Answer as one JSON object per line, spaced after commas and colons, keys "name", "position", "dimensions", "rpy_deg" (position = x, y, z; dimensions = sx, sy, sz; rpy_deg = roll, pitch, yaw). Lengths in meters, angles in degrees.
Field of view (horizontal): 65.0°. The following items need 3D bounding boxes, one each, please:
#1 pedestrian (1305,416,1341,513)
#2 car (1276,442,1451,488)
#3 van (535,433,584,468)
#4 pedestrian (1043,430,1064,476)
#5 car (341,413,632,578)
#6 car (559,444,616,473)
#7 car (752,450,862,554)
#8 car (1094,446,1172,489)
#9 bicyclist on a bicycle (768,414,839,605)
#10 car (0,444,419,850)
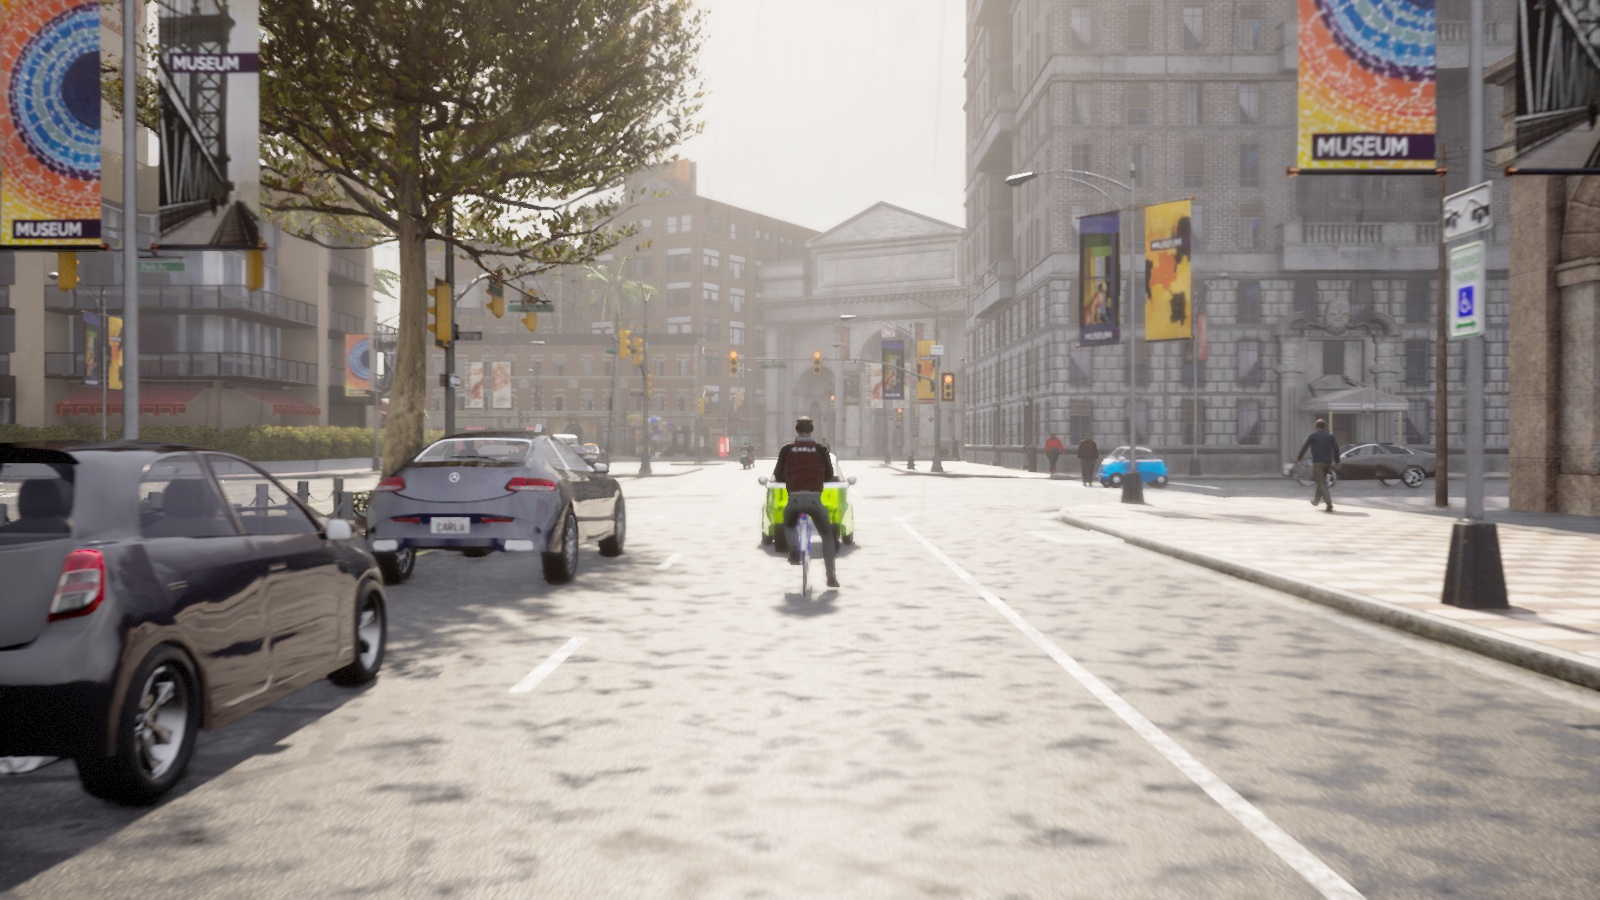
{"name": "pedestrian", "position": [10.133, 0.274, 24.338], "dimensions": [0.402, 1.842, 0.726], "rpy_deg": [0, 0, 0]}
{"name": "car", "position": [18.776, 0.481, 42.037], "dimensions": [4.902, 1.511, 2.128], "rpy_deg": [0, 0, 0]}
{"name": "van", "position": [-14.553, 0.029, 76.124], "dimensions": [2.069, 2.038, 4.480], "rpy_deg": [0, 0, 0]}
{"name": "pedestrian", "position": [10.307, 0.122, 51.043], "dimensions": [0.634, 1.844, 0.899], "rpy_deg": [0, 0, -3]}
{"name": "car", "position": [-3.477, 0.437, 15.085], "dimensions": [2.152, 1.651, 5.027], "rpy_deg": [0, 0, 1]}
{"name": "car", "position": [-11.110, 0.413, 65.948], "dimensions": [2.033, 1.411, 5.357], "rpy_deg": [0, 0, 0]}
{"name": "car", "position": [0.106, 0.700, 17.997], "dimensions": [1.481, 1.376, 2.207], "rpy_deg": [0, 1, 1]}
{"name": "car", "position": [11.132, 0.573, 42.037], "dimensions": [2.207, 1.376, 1.481], "rpy_deg": [0, 0, 0]}
{"name": "bicyclist on a bicycle", "position": [0.050, 0.546, 12.632], "dimensions": [0.659, 1.776, 1.843], "rpy_deg": [0, 1, 1]}
{"name": "car", "position": [-3.448, 0.721, 6.468], "dimensions": [1.845, 1.501, 3.633], "rpy_deg": [0, 0, 0]}
